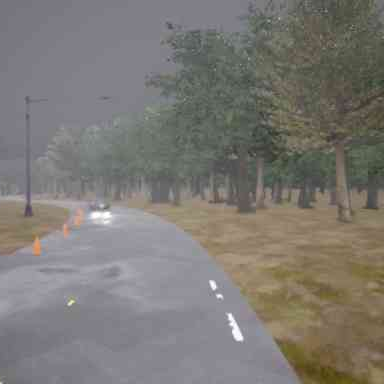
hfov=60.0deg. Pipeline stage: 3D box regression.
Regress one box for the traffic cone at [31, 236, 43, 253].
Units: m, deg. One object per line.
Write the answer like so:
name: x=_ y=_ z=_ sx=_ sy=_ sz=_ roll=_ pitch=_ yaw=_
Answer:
traffic cone: x=-5.719 y=1.928 z=12.270 sx=0.340 sy=0.580 sz=0.340 roll=-1 pitch=0 yaw=-8

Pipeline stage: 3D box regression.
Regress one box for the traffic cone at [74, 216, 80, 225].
traffic cone: x=-7.550 y=1.866 z=21.810 sx=0.340 sy=0.580 sz=0.340 roll=-1 pitch=1 yaw=-14

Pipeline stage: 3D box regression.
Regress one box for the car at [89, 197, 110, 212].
car: x=-10.123 y=1.273 z=36.244 sx=2.128 sy=1.511 sz=4.902 roll=-1 pitch=1 yaw=-23

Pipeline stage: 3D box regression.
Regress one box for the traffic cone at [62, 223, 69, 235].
traffic cone: x=-6.511 y=1.898 z=17.064 sx=0.340 sy=0.580 sz=0.340 roll=-1 pitch=0 yaw=-11

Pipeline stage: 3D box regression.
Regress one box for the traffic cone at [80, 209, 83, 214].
traffic cone: x=-8.837 y=1.831 z=26.495 sx=0.340 sy=0.580 sz=0.340 roll=-1 pitch=1 yaw=-17
